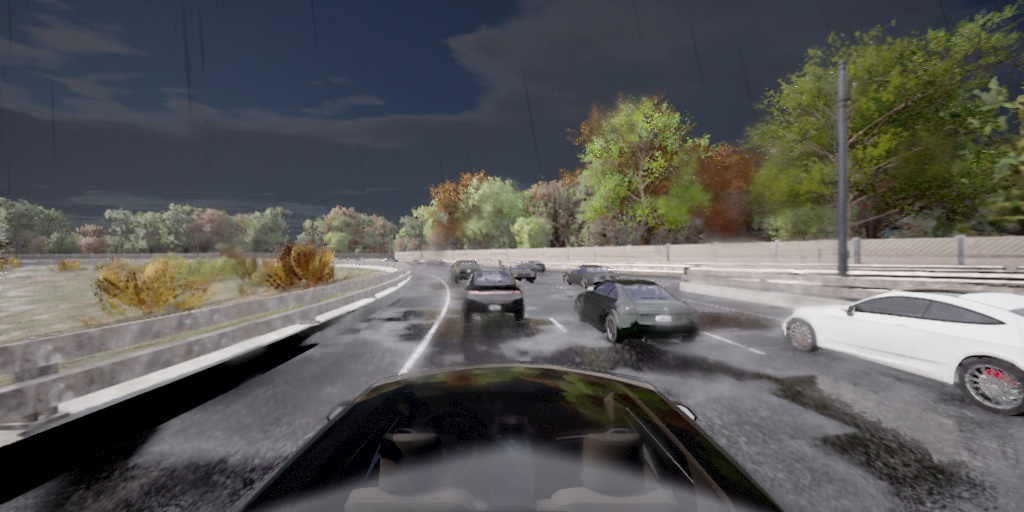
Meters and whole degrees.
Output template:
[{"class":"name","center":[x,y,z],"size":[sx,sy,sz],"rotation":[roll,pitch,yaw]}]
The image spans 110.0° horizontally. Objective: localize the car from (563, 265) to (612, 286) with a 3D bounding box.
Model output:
[{"class":"car","center":[4.863,1.281,22.522],"size":[2.033,1.411,5.357],"rotation":[0,0,-12]}]

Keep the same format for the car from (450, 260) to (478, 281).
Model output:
[{"class":"car","center":[-3.639,1.115,28.064],"size":[2.097,1.767,4.553],"rotation":[0,0,-14]}]

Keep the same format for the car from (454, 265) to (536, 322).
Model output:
[{"class":"car","center":[-0.730,1.245,12.419],"size":[2.128,1.511,4.902],"rotation":[0,0,-6]}]

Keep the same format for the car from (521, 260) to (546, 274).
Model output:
[{"class":"car","center":[1.785,1.225,39.604],"size":[2.128,1.511,4.902],"rotation":[0,0,-31]}]

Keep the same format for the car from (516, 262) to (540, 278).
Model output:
[{"class":"car","center":[0.307,1.350,26.908],"size":[1.895,1.301,4.718],"rotation":[0,0,-13]}]

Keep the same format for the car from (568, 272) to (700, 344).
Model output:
[{"class":"car","center":[3.063,1.304,9.647],"size":[1.994,1.385,4.181],"rotation":[0,0,-5]}]

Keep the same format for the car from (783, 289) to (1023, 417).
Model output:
[{"class":"car","center":[6.834,1.252,5.794],"size":[1.812,1.442,4.674],"rotation":[0,0,-2]}]
